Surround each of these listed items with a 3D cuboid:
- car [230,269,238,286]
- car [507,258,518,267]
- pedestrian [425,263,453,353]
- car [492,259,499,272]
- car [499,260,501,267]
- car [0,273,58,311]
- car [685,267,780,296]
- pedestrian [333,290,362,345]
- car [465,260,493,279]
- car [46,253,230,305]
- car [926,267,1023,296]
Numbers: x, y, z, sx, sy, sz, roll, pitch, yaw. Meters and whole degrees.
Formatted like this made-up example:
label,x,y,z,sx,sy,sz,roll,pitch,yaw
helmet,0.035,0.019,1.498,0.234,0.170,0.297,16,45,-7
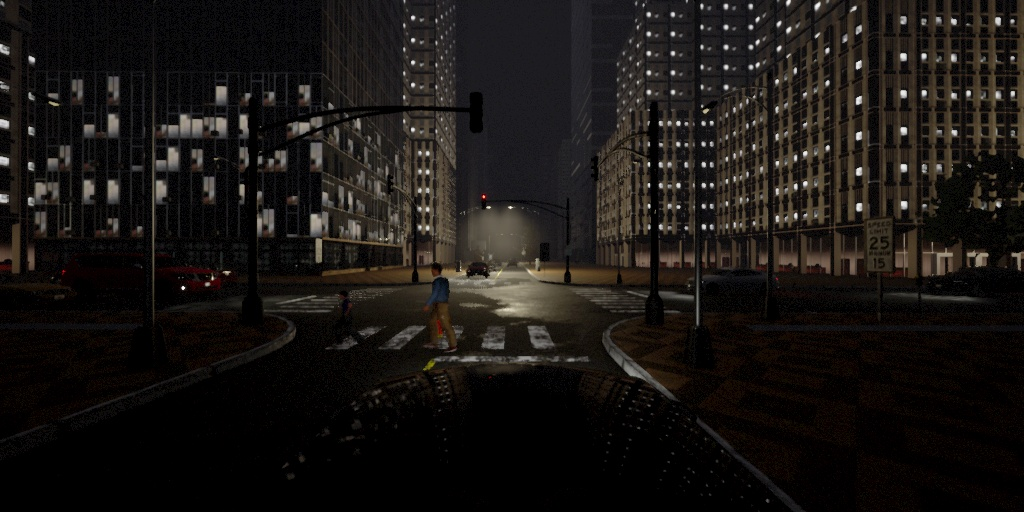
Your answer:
label,x,y,z,sx,sy,sz,roll,pitch,yaw
car,-19.190,1.110,21.654,4.097,1.591,1.967,0,0,-1
car,0.061,1.286,63.432,2.033,1.411,5.357,0,0,0
pedestrian,-1.492,1.044,7.370,0.375,1.860,0.375,0,0,0
car,-3.045,1.246,47.496,1.837,1.490,4.892,0,1,0
car,-2.966,1.263,65.252,1.812,1.442,4.674,0,0,1
car,-18.888,1.165,13.018,4.829,1.417,1.751,0,0,-1
car,11.892,1.343,19.437,4.674,1.442,1.812,0,0,-2
pedestrian,-3.658,1.323,7.972,0.375,1.300,0.375,0,0,0
car,-3.063,1.272,33.297,1.812,1.442,4.674,0,0,0
car,-16.195,0.888,15.782,5.566,2.045,2.150,0,0,-1
car,25.803,1.355,19.624,5.008,1.535,1.882,0,0,-1
